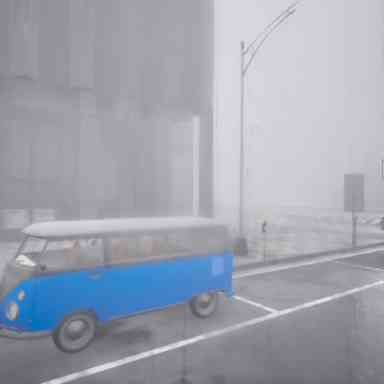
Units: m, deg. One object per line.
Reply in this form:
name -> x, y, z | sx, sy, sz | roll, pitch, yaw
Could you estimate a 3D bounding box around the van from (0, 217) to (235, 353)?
van -> -1.095, 1.365, 5.870 | 3.998, 1.788, 1.690 | 1, 0, -35
